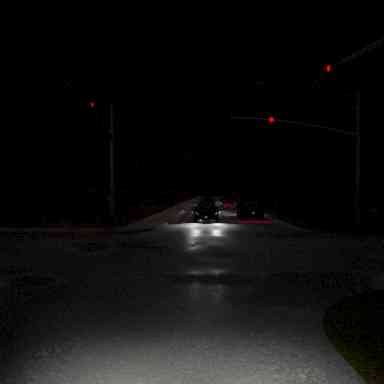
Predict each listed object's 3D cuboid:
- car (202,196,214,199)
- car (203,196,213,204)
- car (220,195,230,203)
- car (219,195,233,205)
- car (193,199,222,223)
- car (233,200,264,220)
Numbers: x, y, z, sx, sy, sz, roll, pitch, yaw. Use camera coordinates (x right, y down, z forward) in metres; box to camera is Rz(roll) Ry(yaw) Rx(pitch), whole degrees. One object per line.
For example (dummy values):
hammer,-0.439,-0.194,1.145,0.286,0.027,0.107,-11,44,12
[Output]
car,1.845,1.469,40.630,1.837,1.490,4.892,0,0,3
car,2.977,1.473,62.171,1.837,1.490,4.892,0,0,3
car,6.824,1.470,69.014,1.837,1.490,4.892,0,0,3
car,6.341,1.566,59.053,1.895,1.301,4.718,0,0,3
car,1.104,1.491,25.469,1.812,1.442,4.674,0,0,3
car,4.837,1.443,28.029,1.882,1.535,5.008,0,0,3
